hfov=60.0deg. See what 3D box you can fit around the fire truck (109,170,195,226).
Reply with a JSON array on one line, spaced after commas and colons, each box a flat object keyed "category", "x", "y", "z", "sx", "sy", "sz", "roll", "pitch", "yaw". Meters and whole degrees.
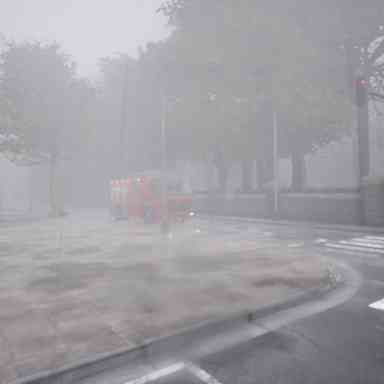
[{"category": "fire truck", "x": -3.362, "y": 0.378, "z": 25.169, "sx": 2.891, "sy": 3.827, "sz": 8.468, "roll": -1, "pitch": 0, "yaw": -36}]
